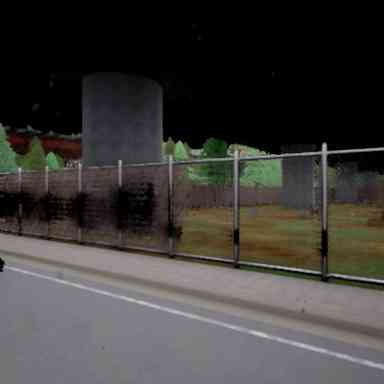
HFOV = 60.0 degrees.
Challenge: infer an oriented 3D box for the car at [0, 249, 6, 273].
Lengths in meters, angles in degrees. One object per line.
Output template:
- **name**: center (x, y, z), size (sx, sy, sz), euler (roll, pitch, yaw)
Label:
- **car**: center (-7.082, 1.544, 8.937), size (5.357, 1.411, 2.033), euler (0, 0, 36)
